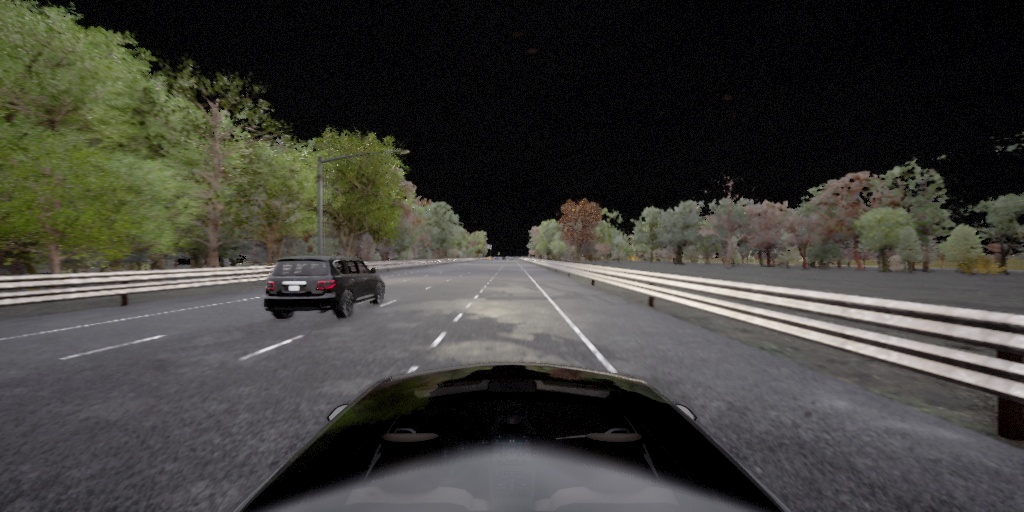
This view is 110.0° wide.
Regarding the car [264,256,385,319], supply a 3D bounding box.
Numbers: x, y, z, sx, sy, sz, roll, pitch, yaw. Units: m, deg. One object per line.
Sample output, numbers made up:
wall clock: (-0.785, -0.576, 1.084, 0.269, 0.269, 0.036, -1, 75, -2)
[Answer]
car: (-6.389, 1.027, 12.955, 2.150, 2.045, 5.566, 0, 0, -3)
